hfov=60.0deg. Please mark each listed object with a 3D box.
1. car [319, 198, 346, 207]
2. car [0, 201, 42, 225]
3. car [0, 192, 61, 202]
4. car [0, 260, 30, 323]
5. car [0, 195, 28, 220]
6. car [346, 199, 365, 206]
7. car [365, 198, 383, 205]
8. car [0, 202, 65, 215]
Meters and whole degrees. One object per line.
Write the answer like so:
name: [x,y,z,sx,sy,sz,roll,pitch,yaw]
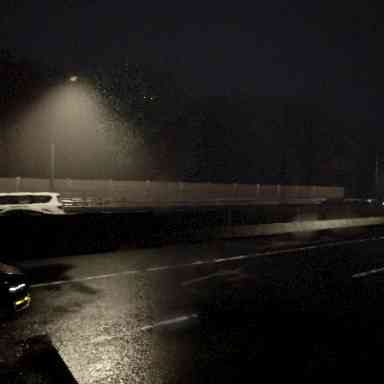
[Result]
car: [20.204,1.579,47.530,4.892,1.490,1.837,0,0,-34]
car: [-12.012,1.333,21.155,4.181,1.385,1.994,1,0,-35]
car: [-9.967,1.026,18.311,5.566,2.045,2.150,1,0,-35]
car: [-4.973,1.423,4.636,4.892,1.490,1.837,1,0,-35]
car: [-14.410,1.082,23.750,4.553,1.767,2.097,1,0,-35]
car: [23.511,1.688,45.555,4.181,1.385,1.994,1,0,-34]
car: [24.360,1.501,41.905,4.553,1.767,2.097,1,0,-34]
car: [-8.234,1.363,15.258,4.674,1.442,1.812,1,0,-35]
